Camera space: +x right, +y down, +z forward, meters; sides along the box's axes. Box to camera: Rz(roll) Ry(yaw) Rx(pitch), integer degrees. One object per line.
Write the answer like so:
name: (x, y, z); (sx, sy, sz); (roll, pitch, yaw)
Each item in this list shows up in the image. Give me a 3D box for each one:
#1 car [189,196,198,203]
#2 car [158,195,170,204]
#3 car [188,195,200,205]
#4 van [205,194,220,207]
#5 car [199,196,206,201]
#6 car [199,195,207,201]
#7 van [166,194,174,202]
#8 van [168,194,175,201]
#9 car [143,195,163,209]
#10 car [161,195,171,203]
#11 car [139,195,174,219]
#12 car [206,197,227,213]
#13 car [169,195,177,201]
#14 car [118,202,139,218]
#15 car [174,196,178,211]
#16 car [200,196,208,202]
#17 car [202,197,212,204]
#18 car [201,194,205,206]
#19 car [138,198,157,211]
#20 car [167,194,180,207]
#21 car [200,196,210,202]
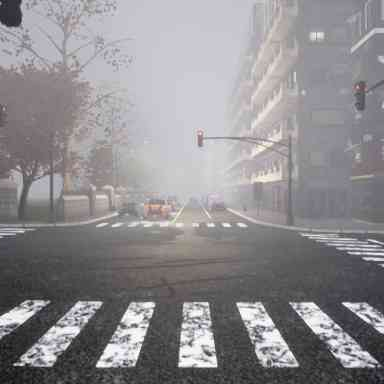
car: (0.303, 1.590, 71.148); (1.812, 1.442, 4.674); (0, 0, 0)
car: (-5.474, 1.494, 64.634); (1.967, 1.590, 4.097); (0, 0, 0)
car: (0.306, 1.612, 61.164); (1.994, 1.385, 4.181); (0, 0, 0)
van: (2.833, 1.363, 42.085); (1.690, 1.788, 3.998); (0, 0, 0)
car: (2.998, 1.694, 92.756); (1.802, 1.307, 4.206); (0, 0, 0)
car: (2.980, 1.538, 87.125); (1.967, 1.590, 4.097); (0, 0, 0)
van: (-5.419, 1.426, 81.524); (1.690, 1.788, 3.998); (0, 0, 0)
van: (-5.400, 1.439, 87.153); (1.690, 1.788, 3.998); (0, 0, 0)
car: (-5.530, 1.344, 47.743); (2.192, 1.841, 5.009); (0, 0, 0)
car: (-5.455, 1.503, 70.263); (1.967, 1.590, 4.097); (0, 0, 0)
car: (-3.004, 1.363, 29.098); (2.097, 1.767, 4.553); (0, 0, 0)
car: (2.813, 1.561, 36.454); (1.887, 1.381, 4.507); (0, 0, 0)
car: (-5.382, 1.663, 92.783); (2.008, 1.369, 4.403); (0, 0, 0)
car: (-5.586, 1.578, 30.852); (1.947, 1.339, 4.313); (0, 0, 0)
car: (-2.969, 1.524, 39.170); (1.837, 1.490, 4.892); (0, 0, 0)
car: (2.961, 1.630, 81.496); (1.887, 1.381, 4.507); (0, 0, 0)
car: (2.906, 1.598, 64.605); (1.887, 1.381, 4.507); (0, 0, 0)
car: (2.869, 1.476, 53.345); (1.967, 1.590, 4.097); (0, 0, 0)
car: (-5.549, 1.547, 41.943); (1.752, 1.417, 4.829); (0, 0, 0)
car: (-2.920, 1.384, 51.062); (2.097, 1.767, 4.553); (0, 0, 0)
car: (2.943, 1.624, 75.866); (2.008, 1.369, 4.403); (0, 0, 0)
